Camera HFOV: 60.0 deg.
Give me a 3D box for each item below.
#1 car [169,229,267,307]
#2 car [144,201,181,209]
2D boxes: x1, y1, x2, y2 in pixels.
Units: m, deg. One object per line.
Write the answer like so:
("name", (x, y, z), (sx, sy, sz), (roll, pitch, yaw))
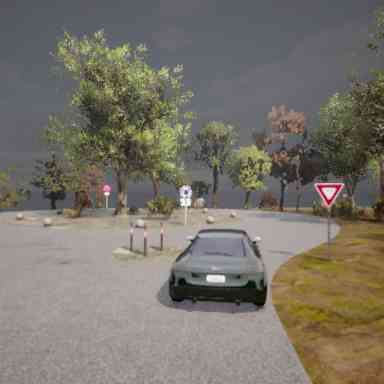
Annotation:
("car", (0.749, 1.586, 8.177), (1.994, 1.385, 4.181), (0, 0, 9))
("car", (-3.961, 1.599, 44.904), (5.008, 1.535, 1.882), (0, -1, 11))
